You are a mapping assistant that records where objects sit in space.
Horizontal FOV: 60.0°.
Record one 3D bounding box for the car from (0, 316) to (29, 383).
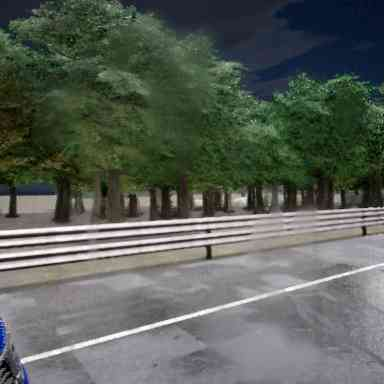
[{"bbox_3d":[-3.633,1.228,1.157,5.566,2.045,2.150,0,0,-35],"label":"car"}]
